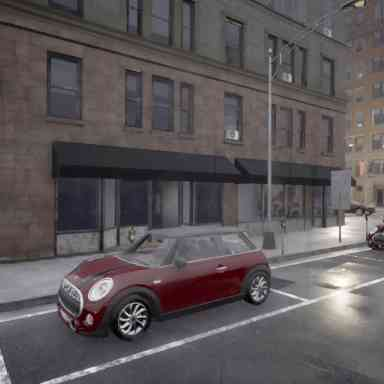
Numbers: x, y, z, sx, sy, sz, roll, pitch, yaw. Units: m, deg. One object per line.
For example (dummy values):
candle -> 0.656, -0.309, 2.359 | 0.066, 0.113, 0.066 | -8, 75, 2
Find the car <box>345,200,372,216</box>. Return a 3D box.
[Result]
car -> 14.774, 1.403, 31.720 | 1.882, 1.535, 5.008 | 1, 0, -37

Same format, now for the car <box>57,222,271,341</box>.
car -> -0.406, 1.441, 6.456 | 4.097, 1.590, 1.967 | 0, 0, -35

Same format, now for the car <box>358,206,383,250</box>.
car -> 8.555, 1.445, 12.813 | 4.097, 1.590, 1.967 | 0, 0, -35
